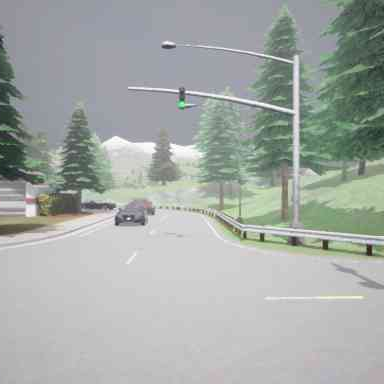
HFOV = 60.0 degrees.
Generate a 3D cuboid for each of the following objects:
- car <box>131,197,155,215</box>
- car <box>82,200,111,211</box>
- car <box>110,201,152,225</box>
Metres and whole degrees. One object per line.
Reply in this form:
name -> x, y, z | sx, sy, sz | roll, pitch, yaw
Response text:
car -> -5.150, 1.349, 33.471 | 2.097, 1.767, 4.553 | 0, 0, -20
car -> -11.796, 1.603, 41.147 | 4.718, 1.301, 1.895 | 0, 0, 14
car -> -4.225, 1.562, 23.688 | 1.994, 1.385, 4.181 | 0, 0, -3
